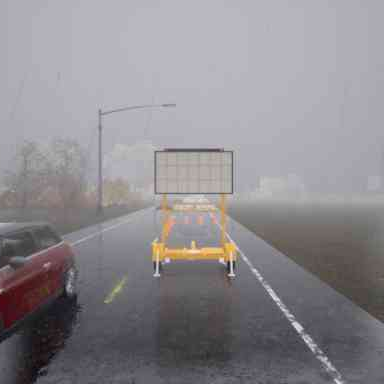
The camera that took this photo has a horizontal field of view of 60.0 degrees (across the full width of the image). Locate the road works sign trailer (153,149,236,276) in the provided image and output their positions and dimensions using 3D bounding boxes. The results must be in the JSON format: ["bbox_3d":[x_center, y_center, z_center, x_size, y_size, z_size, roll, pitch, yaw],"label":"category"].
[{"bbox_3d":[0.057,0.468,10.302,2.380,3.560,2.880,0,0,-1],"label":"road works sign trailer"}]

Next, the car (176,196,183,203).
[{"bbox_3d":[-2.839,1.520,68.082,1.882,1.535,5.008,0,0,1],"label":"car"}]

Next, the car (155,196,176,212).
[{"bbox_3d":[-3.229,1.525,39.297,1.837,1.490,4.892,0,0,1],"label":"car"}]

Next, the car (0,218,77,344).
[{"bbox_3d":[-3.578,1.354,5.403,2.097,1.767,4.553,0,0,0],"label":"car"}]
